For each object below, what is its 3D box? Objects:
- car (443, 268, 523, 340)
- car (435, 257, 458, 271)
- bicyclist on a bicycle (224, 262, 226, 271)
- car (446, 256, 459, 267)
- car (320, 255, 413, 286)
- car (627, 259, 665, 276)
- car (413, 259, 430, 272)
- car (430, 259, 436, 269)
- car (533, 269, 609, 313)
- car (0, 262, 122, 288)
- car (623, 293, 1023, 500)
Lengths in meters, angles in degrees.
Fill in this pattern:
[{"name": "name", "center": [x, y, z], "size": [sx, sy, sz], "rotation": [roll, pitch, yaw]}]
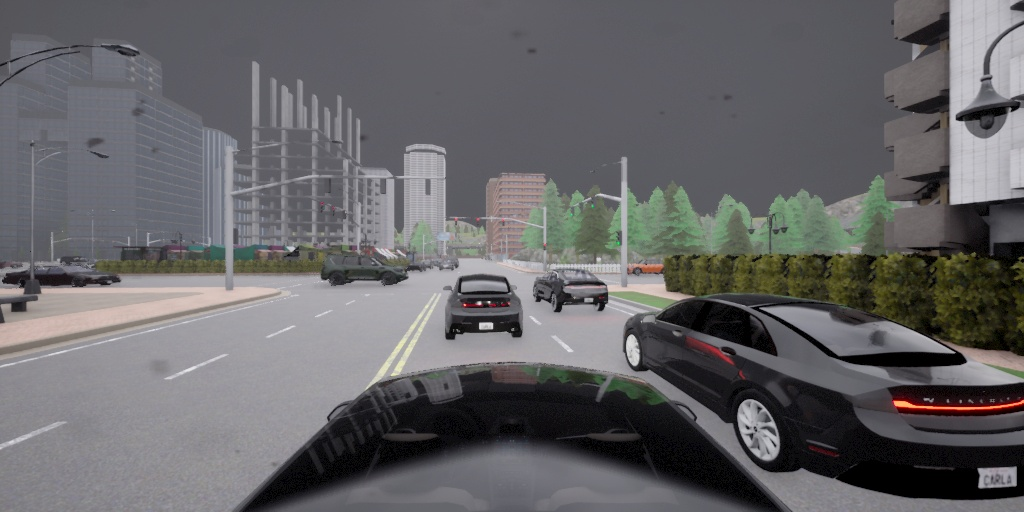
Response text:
[{"name": "car", "center": [-0.860, 1.257, 10.095], "size": [1.837, 1.490, 4.892], "rotation": [0, 0, -7]}, {"name": "car", "center": [-9.074, 1.256, 50.067], "size": [2.128, 1.511, 4.902], "rotation": [0, 0, -7]}, {"name": "bicyclist on a bicycle", "center": [-29.528, 1.024, 37.406], "size": [0.582, 1.620, 1.656], "rotation": [0, 5, -5]}, {"name": "car", "center": [-10.171, 0.989, 59.867], "size": [2.150, 2.045, 5.566], "rotation": [0, 0, -6]}, {"name": "car", "center": [-10.065, 0.974, 24.637], "size": [5.566, 2.045, 2.150], "rotation": [1, 0, -5]}, {"name": "car", "center": [14.046, 1.112, 37.509], "size": [4.553, 1.767, 2.097], "rotation": [0, 0, -5]}, {"name": "car", "center": [-12.208, 1.365, 46.080], "size": [1.895, 1.301, 4.718], "rotation": [0, 0, -4]}, {"name": "car", "center": [-13.186, 1.271, 55.319], "size": [1.837, 1.490, 4.892], "rotation": [0, 0, -6]}, {"name": "car", "center": [2.136, 1.245, 14.212], "size": [2.128, 1.511, 4.902], "rotation": [0, 0, -9]}, {"name": "car", "center": [-28.705, 1.305, 22.992], "size": [5.357, 1.411, 2.033], "rotation": [0, 0, -5]}, {"name": "car", "center": [3.112, 1.256, 4.851], "size": [1.837, 1.490, 4.892], "rotation": [0, 0, -4]}]
